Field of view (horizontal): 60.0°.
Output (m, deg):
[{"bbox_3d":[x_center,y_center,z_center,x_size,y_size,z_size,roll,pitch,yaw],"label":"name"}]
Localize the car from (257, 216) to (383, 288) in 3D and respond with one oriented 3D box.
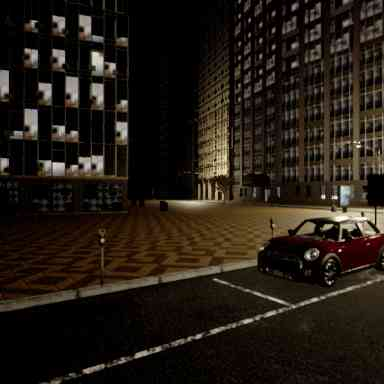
[{"bbox_3d":[3.691,1.438,9.196,4.097,1.590,1.967,0,0,-36],"label":"car"}]
